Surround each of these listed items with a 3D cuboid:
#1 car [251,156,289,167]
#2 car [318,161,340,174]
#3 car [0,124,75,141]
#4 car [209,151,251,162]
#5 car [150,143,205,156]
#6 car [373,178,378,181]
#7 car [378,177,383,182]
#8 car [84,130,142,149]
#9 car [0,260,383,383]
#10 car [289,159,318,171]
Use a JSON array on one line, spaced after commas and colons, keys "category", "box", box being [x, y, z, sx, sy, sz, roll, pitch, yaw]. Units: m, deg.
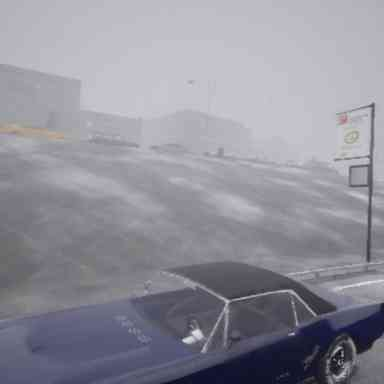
[{"category": "car", "box": [7.609, -3.049, 35.892, 4.892, 1.521, 2.231, 3, -1, -35]}, {"category": "car", "box": [16.665, -2.753, 42.558, 5.566, 2.045, 2.435, 4, -2, -37]}, {"category": "car", "box": [-11.038, -4.020, 23.907, 5.008, 1.535, 2.097, 3, -1, -30]}, {"category": "car", "box": [3.147, -3.247, 32.819, 4.674, 1.452, 2.002, 3, -1, -33]}, {"category": "car", "box": [-1.461, -3.498, 29.790, 4.792, 1.488, 2.163, 3, -1, -32]}, {"category": "car", "box": [25.235, -1.839, 49.474, 4.674, 1.452, 2.002, 4, -2, -39]}, {"category": "car", "box": [29.439, -1.495, 53.069, 4.674, 1.452, 2.002, 5, -2, -41]}, {"category": "car", "box": [-6.296, -3.903, 26.742, 4.553, 1.767, 2.185, 3, -1, -31]}, {"category": "car", "box": [0.080, 1.591, 3.805, 4.718, 1.301, 1.895, 1, 0, -33]}, {"category": "car", "box": [12.178, -2.911, 39.191, 4.553, 1.767, 2.185, 3, -1, -36]}]
